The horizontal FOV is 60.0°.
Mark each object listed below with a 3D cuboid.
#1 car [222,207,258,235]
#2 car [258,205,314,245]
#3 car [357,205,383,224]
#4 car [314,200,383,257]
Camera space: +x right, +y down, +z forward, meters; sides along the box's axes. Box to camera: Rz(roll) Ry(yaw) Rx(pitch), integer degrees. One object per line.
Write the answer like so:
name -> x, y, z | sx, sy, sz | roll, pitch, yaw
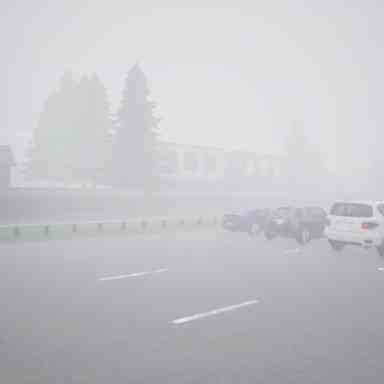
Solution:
car -> 4.056, 1.612, 19.661 | 5.008, 1.535, 1.882 | 0, 0, -35
car -> 5.766, 1.481, 16.585 | 4.553, 1.767, 2.097 | 1, -1, -35
car -> 16.133, 1.835, 28.286 | 4.181, 1.385, 1.994 | 1, 0, -35
car -> 7.753, 1.347, 13.705 | 5.566, 2.045, 2.150 | 0, 0, -35
